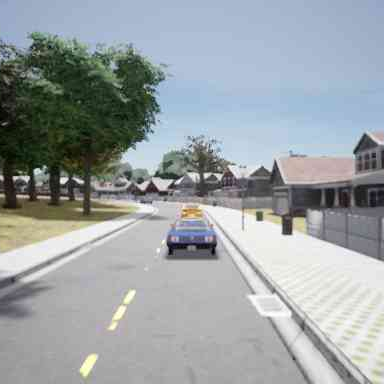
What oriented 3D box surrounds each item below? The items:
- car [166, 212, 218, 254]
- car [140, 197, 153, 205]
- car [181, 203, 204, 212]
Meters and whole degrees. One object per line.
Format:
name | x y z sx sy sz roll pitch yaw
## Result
car | 0.001 1.733 14.096 1.895 1.301 4.718 0 0 0
car | -9.563 1.861 70.132 1.837 1.490 4.892 0 0 -22
car | 0.005 1.726 29.454 1.882 1.535 5.008 0 0 0
